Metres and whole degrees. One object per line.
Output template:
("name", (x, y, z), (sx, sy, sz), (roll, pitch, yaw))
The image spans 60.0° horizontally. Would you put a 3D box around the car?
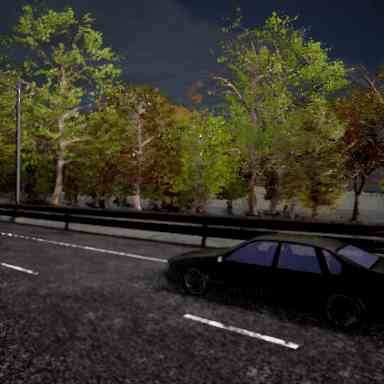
("car", (1.921, 1.598, 6.944), (5.357, 1.411, 2.033), (0, 0, 37))
